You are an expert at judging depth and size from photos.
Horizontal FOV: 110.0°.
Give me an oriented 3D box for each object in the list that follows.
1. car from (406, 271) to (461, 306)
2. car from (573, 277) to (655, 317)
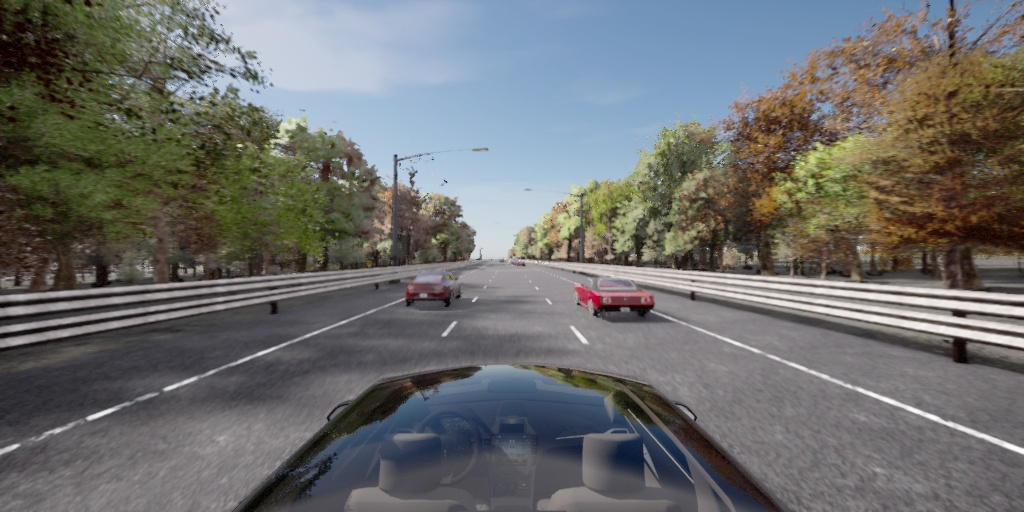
[{"bbox_3d":[-3.444,1.380,16.210,1.812,1.442,4.674,0,0,0],"label":"car"},{"bbox_3d":[3.572,1.432,13.523,1.895,1.301,4.718,0,0,0],"label":"car"}]
